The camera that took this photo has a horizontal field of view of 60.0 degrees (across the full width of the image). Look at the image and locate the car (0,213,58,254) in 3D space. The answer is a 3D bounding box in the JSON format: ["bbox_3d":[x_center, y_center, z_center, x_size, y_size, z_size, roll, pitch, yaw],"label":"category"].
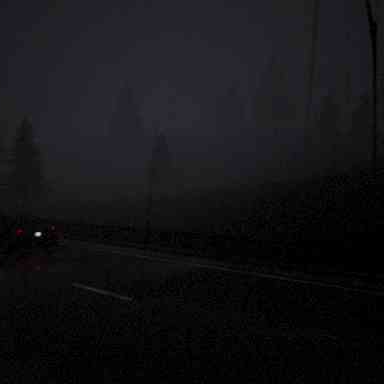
[{"bbox_3d":[-7.359,1.538,13.536,4.181,1.385,1.994,0,0,35],"label":"car"}]
